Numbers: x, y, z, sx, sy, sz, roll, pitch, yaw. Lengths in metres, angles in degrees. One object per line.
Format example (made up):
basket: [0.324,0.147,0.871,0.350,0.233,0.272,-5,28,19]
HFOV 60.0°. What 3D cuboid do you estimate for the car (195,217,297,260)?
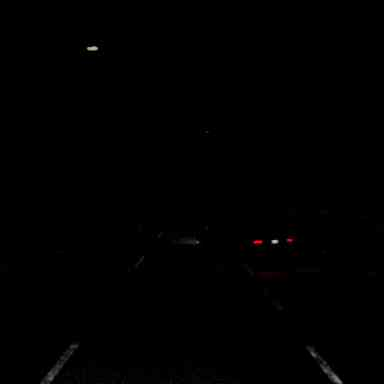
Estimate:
car: [1.828,1.678,13.094,2.033,1.411,5.357,0,-1,-20]
